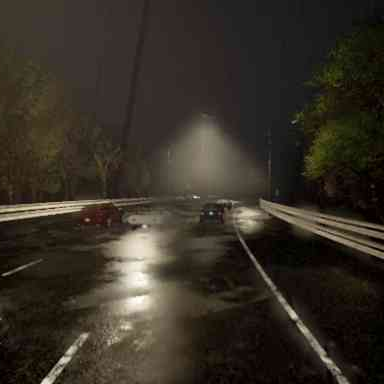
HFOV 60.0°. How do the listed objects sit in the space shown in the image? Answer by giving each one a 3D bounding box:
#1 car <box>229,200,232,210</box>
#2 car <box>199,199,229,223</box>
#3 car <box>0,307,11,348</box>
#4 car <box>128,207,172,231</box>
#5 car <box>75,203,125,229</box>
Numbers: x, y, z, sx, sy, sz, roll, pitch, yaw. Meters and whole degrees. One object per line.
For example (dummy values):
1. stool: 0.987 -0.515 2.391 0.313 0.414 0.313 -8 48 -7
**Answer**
1. car: 4.133 1.605 42.895 1.895 1.301 4.718 0 0 10
2. car: 1.621 1.547 25.728 2.033 1.411 5.357 0 0 6
3. car: -3.353 1.542 1.927 2.033 1.411 5.357 0 0 1
4. car: -2.410 1.587 20.567 1.895 1.301 4.718 0 0 5
5. car: -5.809 1.451 21.663 1.882 1.535 5.008 0 0 5
